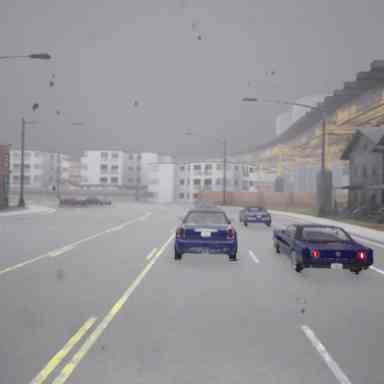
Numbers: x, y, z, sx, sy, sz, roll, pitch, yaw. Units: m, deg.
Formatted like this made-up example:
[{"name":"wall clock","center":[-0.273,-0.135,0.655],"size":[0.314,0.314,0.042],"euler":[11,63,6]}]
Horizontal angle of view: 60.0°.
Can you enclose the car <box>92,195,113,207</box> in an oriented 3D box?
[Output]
[{"name":"car","center":[-13.303,1.278,47.560],"size":[4.892,1.490,1.837],"euler":[0,-1,43]}]

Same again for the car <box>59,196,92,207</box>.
[{"name":"car","center":[-16.114,1.315,45.301],"size":[4.718,1.301,1.895],"euler":[1,0,43]}]

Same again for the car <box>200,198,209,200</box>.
[{"name":"car","center":[1.062,1.392,27.792],"size":[2.097,1.767,4.553],"euler":[1,0,0]}]

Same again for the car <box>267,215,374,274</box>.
[{"name":"car","center":[3.961,1.687,11.014],"size":[1.895,1.301,4.718],"euler":[1,0,3]}]

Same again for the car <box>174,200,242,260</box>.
[{"name":"car","center":[0.548,1.371,12.747],"size":[2.097,1.767,4.553],"euler":[1,0,3]}]

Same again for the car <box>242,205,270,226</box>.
[{"name":"car","center":[4.505,1.654,24.230],"size":[2.033,1.411,5.357],"euler":[1,0,3]}]
